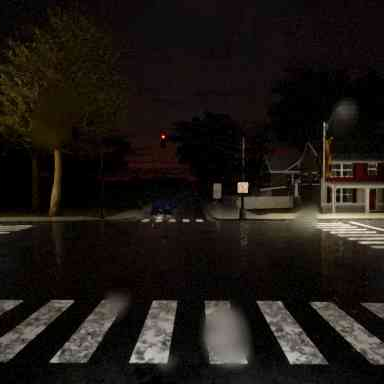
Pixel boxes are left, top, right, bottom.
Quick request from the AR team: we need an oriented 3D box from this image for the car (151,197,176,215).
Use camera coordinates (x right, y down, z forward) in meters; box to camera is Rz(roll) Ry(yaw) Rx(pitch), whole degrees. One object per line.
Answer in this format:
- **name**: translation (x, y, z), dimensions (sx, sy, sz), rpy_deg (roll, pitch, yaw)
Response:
- **car**: translation (-2.958, 1.449, 33.795), dimensions (1.882, 1.535, 5.008), rpy_deg (0, 0, 0)

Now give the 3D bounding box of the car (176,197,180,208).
- **car**: translation (-2.913, 1.462, 44.097), dimensions (1.837, 1.490, 4.892), rpy_deg (0, 0, 0)

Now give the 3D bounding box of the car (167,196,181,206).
- **car**: translation (-2.864, 1.487, 54.726), dimensions (2.033, 1.411, 5.357), rpy_deg (0, 0, 0)
